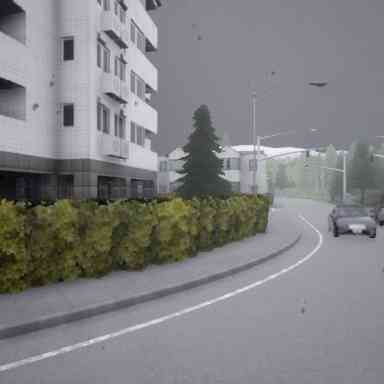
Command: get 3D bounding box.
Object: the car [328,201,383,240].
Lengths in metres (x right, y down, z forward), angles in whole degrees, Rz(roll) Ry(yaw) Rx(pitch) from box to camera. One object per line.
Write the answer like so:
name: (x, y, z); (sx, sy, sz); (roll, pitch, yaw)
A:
car: (8.232, 1.489, 17.377); (2.128, 1.511, 4.902); (0, 0, 18)
